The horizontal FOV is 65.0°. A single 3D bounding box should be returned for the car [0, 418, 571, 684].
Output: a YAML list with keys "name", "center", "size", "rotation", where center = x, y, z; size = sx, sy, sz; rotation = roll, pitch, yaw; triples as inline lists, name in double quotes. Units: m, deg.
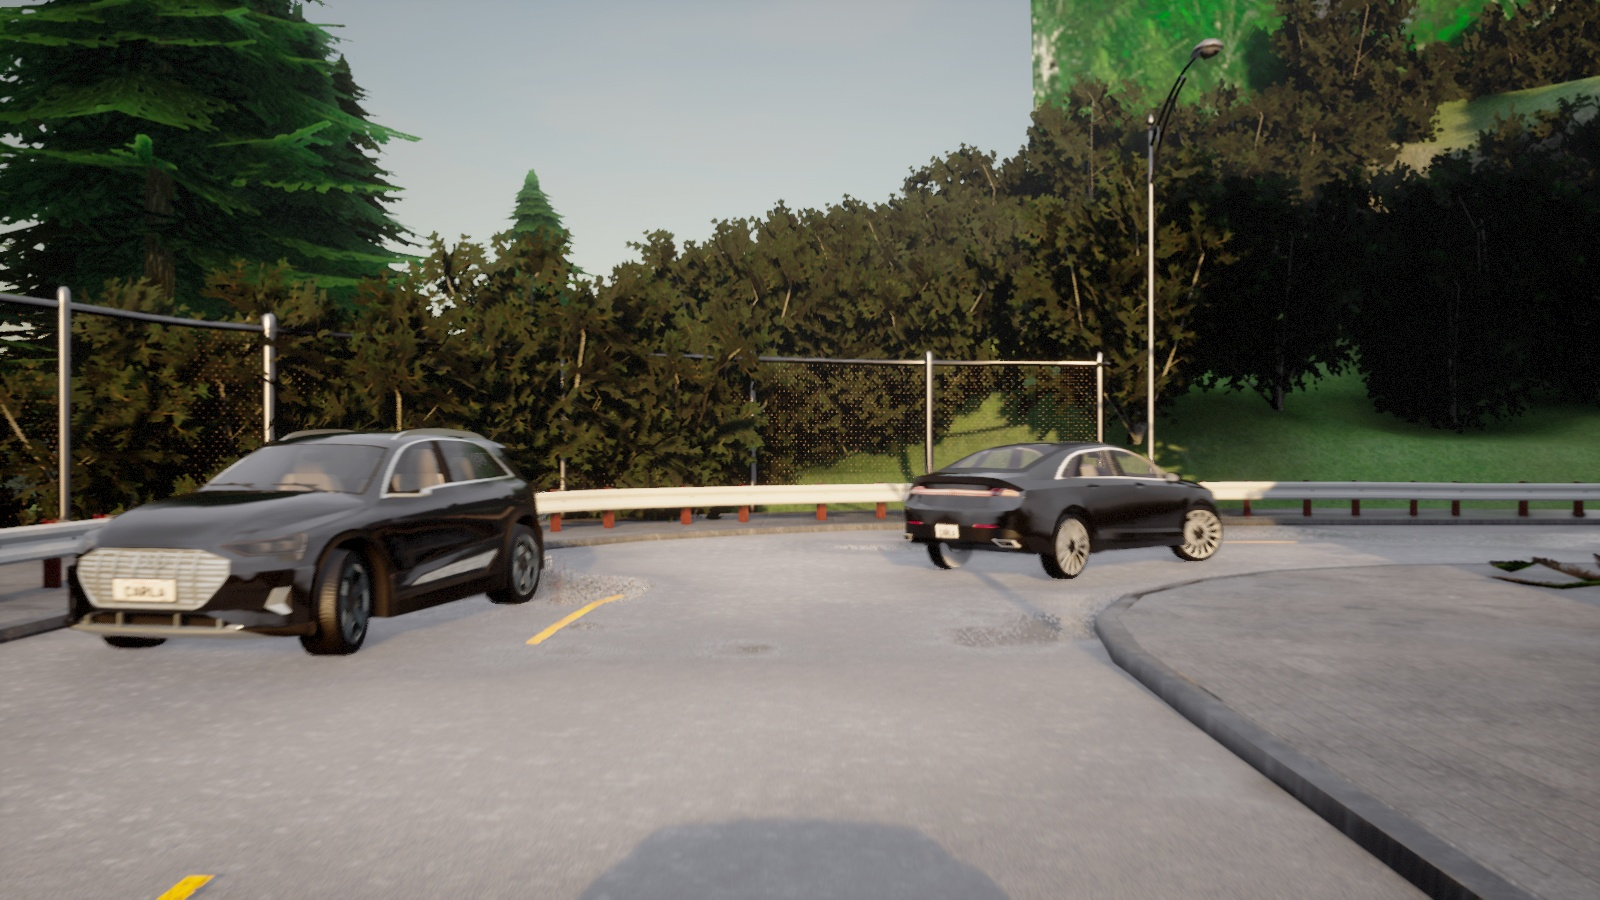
- name: "car"
  center: [-3.771, 0.616, 10.368]
  size: [2.033, 1.649, 4.856]
  rotation: [0, 0, 12]

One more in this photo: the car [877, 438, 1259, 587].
- name: "car"
  center: [3.373, 0.621, 15.147]
  size: [4.902, 1.511, 2.128]
  rotation: [0, 0, -44]
